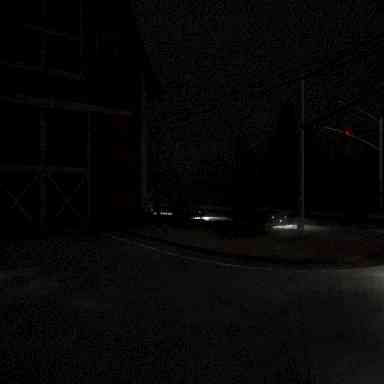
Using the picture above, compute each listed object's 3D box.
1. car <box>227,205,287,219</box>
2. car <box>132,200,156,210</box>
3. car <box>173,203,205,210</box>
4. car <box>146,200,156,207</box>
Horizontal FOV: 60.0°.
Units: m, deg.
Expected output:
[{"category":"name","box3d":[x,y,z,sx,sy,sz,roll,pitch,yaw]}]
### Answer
[{"category":"car","box3d":[4.918,1.723,26.225,2.033,1.411,5.357,0,0,-34]},{"category":"car","box3d":[-7.351,1.891,50.681,1.994,1.385,4.181,0,0,-34]},{"category":"car","box3d":[-0.365,1.789,33.942,1.994,1.385,4.181,0,0,-34]},{"category":"car","box3d":[-6.103,1.879,42.321,1.895,1.301,4.718,0,0,-34]}]
